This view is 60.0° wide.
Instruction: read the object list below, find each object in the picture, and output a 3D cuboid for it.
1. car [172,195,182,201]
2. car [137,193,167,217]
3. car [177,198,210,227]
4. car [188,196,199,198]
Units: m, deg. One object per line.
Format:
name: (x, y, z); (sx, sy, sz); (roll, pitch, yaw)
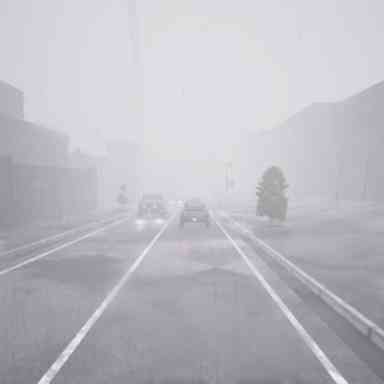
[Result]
car: (-3.217, 1.344, 72.088); (1.895, 1.301, 4.718); (0, 0, 0)
car: (-3.489, 1.089, 29.979); (2.150, 2.045, 5.566); (0, 0, 0)
car: (0.160, 1.398, 22.048); (2.128, 1.511, 4.902); (0, 0, 0)
car: (0.172, 1.308, 42.421); (2.128, 1.511, 4.902); (0, 0, 0)
